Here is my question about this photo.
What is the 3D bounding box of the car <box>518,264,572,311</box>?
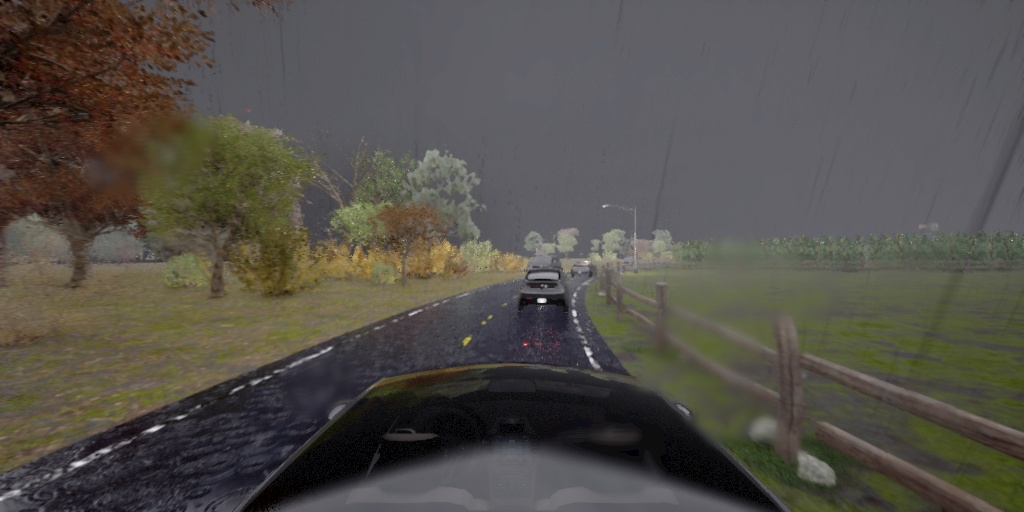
[{"bbox_3d":[1.356,1.250,14.480,1.837,1.490,4.892,0,0,8],"label":"car"}]

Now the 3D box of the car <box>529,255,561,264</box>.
[{"bbox_3d":[2.898,0.943,31.682,2.150,2.045,5.566,0,0,21],"label":"car"}]

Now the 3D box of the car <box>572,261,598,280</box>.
[{"bbox_3d":[6.810,1.210,33.434,2.128,1.511,4.902,0,0,22],"label":"car"}]
